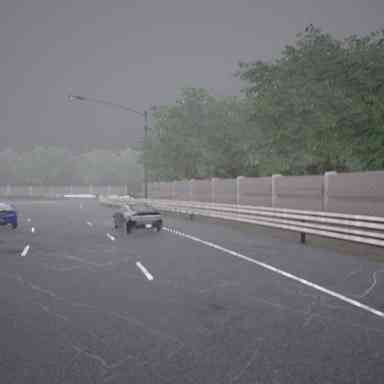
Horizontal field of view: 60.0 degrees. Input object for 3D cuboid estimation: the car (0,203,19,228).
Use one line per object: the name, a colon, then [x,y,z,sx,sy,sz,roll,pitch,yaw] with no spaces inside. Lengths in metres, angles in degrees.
car: [-12.245,1.410,21.270,1.882,1.535,5.008,0,0,-27]

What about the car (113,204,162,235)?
car: [-3.118,1.404,18.419,2.128,1.511,4.902,0,0,-24]
